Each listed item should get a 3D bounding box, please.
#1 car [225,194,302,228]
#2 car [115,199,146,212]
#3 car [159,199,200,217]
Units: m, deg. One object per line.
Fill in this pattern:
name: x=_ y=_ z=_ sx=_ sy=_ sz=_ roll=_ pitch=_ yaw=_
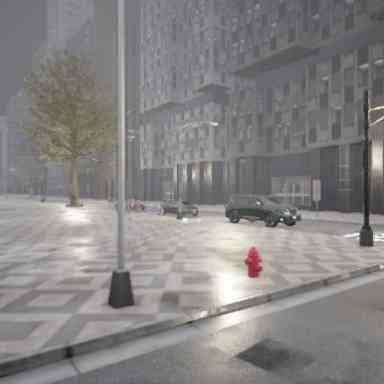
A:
car: x=4.598 y=1.192 z=22.390 sx=2.150 sy=2.045 sz=5.566 roll=0 pitch=0 yaw=-36
car: x=-7.178 y=1.538 z=38.731 sx=1.895 sy=1.301 sz=4.718 roll=0 pitch=0 yaw=-36
car: x=-1.246 y=1.459 z=30.495 sx=1.837 sy=1.490 sz=4.892 roll=0 pitch=0 yaw=-36
